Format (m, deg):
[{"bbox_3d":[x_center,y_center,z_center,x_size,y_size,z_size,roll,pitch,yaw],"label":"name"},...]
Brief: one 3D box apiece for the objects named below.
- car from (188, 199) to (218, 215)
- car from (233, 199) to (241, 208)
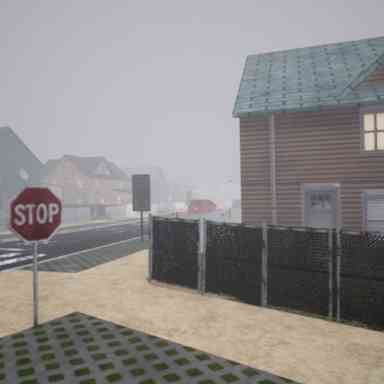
[{"bbox_3d":[1.215,1.787,35.384,2.150,2.045,5.566,-1,-1,17],"label":"car"},{"bbox_3d":[8.675,2.267,59.504,2.150,2.045,5.566,-1,-1,17],"label":"car"}]
